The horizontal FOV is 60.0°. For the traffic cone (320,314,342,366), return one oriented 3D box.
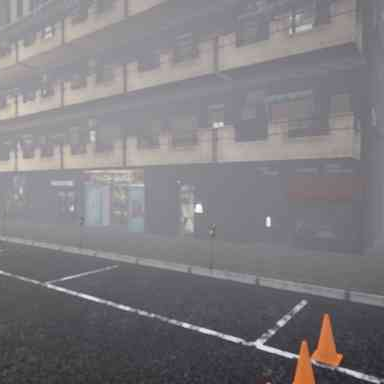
[{"bbox_3d":[1.822,1.954,4.507,0.340,0.580,0.340,0,0,35],"label":"traffic cone"}]

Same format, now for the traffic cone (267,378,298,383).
[{"bbox_3d":[0.669,1.954,2.873,0.340,0.580,0.340,0,0,35],"label":"traffic cone"}]

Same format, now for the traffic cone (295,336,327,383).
[{"bbox_3d":[1.246,1.954,3.691,0.340,0.580,0.340,0,0,35],"label":"traffic cone"}]
